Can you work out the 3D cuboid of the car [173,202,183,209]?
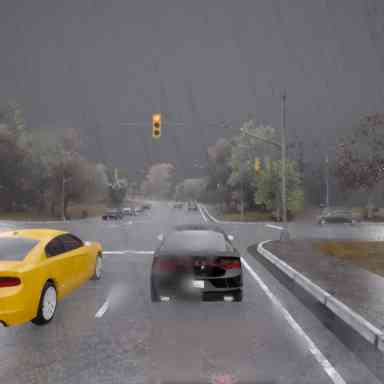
[{"bbox_3d":[-3.343,3.176,76.633,1.837,1.490,4.892,0,0,0],"label":"car"}]

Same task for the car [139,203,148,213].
[{"bbox_3d":[-10.408,3.240,64.686,2.128,1.511,4.902,0,0,1],"label":"car"}]

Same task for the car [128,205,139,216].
[{"bbox_3d":[-10.472,3.206,54.581,1.812,1.442,4.674,0,-1,0],"label":"car"}]

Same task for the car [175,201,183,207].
[{"bbox_3d":[-3.440,3.158,86.702,1.994,1.385,4.181,0,0,-3],"label":"car"}]

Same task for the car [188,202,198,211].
[{"bbox_3d":[0.154,3.236,71.404,2.128,1.511,4.902,0,0,0],"label":"car"}]

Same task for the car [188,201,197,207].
[{"bbox_3d":[0.061,3.164,86.681,1.994,1.385,4.181,0,0,-3],"label":"car"}]

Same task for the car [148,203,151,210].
[{"bbox_3d":[-10.346,3.223,75.267,2.033,1.411,5.357,0,0,0],"label":"car"}]

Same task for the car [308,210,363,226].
[{"bbox_3d":[13.575,2.424,31.560,4.902,1.511,2.128,0,-2,-3],"label":"car"}]

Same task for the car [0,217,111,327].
[{"bbox_3d":[-3.406,1.542,7.248,1.882,1.535,5.008,0,-1,0],"label":"car"}]

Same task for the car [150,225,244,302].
[{"bbox_3d":[0.102,1.565,8.490,1.882,1.535,5.008,0,-1,0],"label":"car"}]

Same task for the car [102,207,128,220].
[{"bbox_3d":[-10.519,2.998,44.711,2.033,1.411,5.357,0,-2,1],"label":"car"}]
